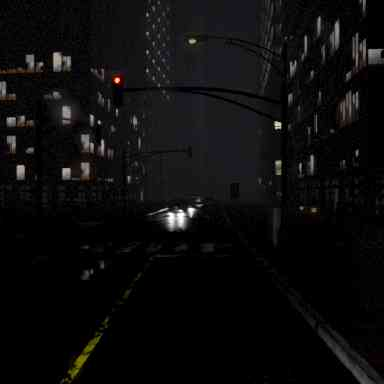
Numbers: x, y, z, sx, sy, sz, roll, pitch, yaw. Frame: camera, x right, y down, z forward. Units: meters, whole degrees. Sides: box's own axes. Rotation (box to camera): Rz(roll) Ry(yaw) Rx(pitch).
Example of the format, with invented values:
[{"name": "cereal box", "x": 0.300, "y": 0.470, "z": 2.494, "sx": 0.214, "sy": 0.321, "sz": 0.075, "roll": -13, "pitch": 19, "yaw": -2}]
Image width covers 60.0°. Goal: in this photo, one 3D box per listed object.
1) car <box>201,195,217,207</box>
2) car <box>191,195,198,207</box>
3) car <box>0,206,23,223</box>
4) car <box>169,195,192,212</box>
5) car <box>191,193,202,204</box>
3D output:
[{"name": "car", "x": 2.861, "y": 1.427, "z": 51.433, "sx": 1.882, "sy": 1.535, "sz": 5.008, "roll": 0, "pitch": 0, "yaw": 6}, {"name": "car", "x": -0.628, "y": 1.557, "z": 48.784, "sx": 1.895, "sy": 1.301, "sz": 4.718, "roll": 0, "pitch": 0, "yaw": 6}, {"name": "car", "x": -16.549, "y": 1.854, "z": 27.985, "sx": 4.403, "sy": 1.369, "sz": 2.008, "roll": -1, "pitch": 1, "yaw": 10}, {"name": "car", "x": -1.530, "y": 1.464, "z": 38.530, "sx": 2.128, "sy": 1.511, "sz": 4.902, "roll": 0, "pitch": 0, "yaw": 5}, {"name": "car", "x": 0.759, "y": 1.153, "z": 60.996, "sx": 2.150, "sy": 2.045, "sz": 5.566, "roll": 0, "pitch": 0, "yaw": 7}]
